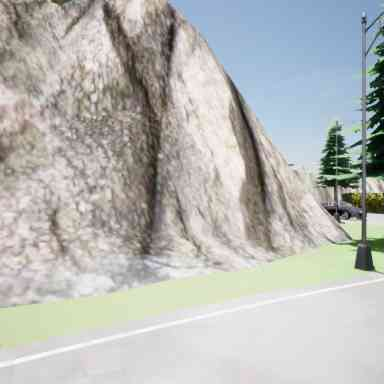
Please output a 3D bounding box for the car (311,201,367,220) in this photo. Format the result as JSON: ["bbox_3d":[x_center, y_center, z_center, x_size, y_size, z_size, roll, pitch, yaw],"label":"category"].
[{"bbox_3d":[12.383,1.492,28.311,2.128,1.511,4.902,0,0,-26],"label":"car"}]
